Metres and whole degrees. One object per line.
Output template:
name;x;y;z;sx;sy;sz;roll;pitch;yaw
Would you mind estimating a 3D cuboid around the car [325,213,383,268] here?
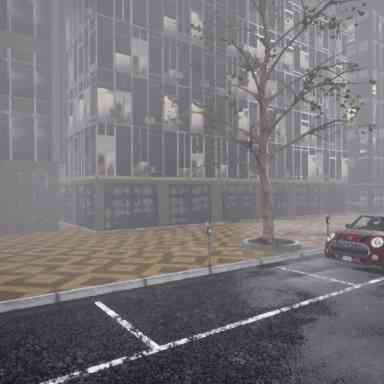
car;6.198;1.439;10.990;4.097;1.590;1.967;0;0;-36
